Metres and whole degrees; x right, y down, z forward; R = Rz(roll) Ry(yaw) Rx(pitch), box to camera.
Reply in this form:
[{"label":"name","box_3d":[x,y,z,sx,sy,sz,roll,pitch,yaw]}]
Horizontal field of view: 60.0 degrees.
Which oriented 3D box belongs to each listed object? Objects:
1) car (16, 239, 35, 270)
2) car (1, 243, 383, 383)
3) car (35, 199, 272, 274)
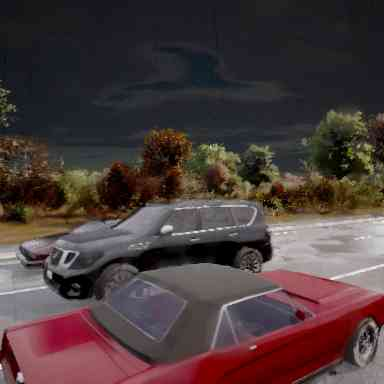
[{"label":"car","box_3d":[-2.584,1.548,10.749,5.357,1.411,2.033,0,0,-36]},{"label":"car","box_3d":[0.455,1.601,4.074,4.718,1.301,1.895,0,0,-36]},{"label":"car","box_3d":[-0.464,1.222,7.963,5.566,2.045,2.150,0,0,-36]}]
